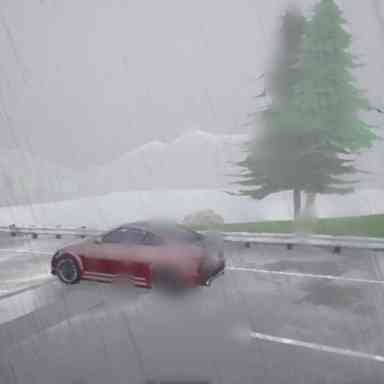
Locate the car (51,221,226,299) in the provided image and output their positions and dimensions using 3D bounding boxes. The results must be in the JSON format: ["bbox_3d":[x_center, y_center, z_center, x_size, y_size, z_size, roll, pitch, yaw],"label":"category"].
[{"bbox_3d":[-1.313,1.408,7.945,4.181,1.385,1.994,-1,1,26],"label":"car"}]
